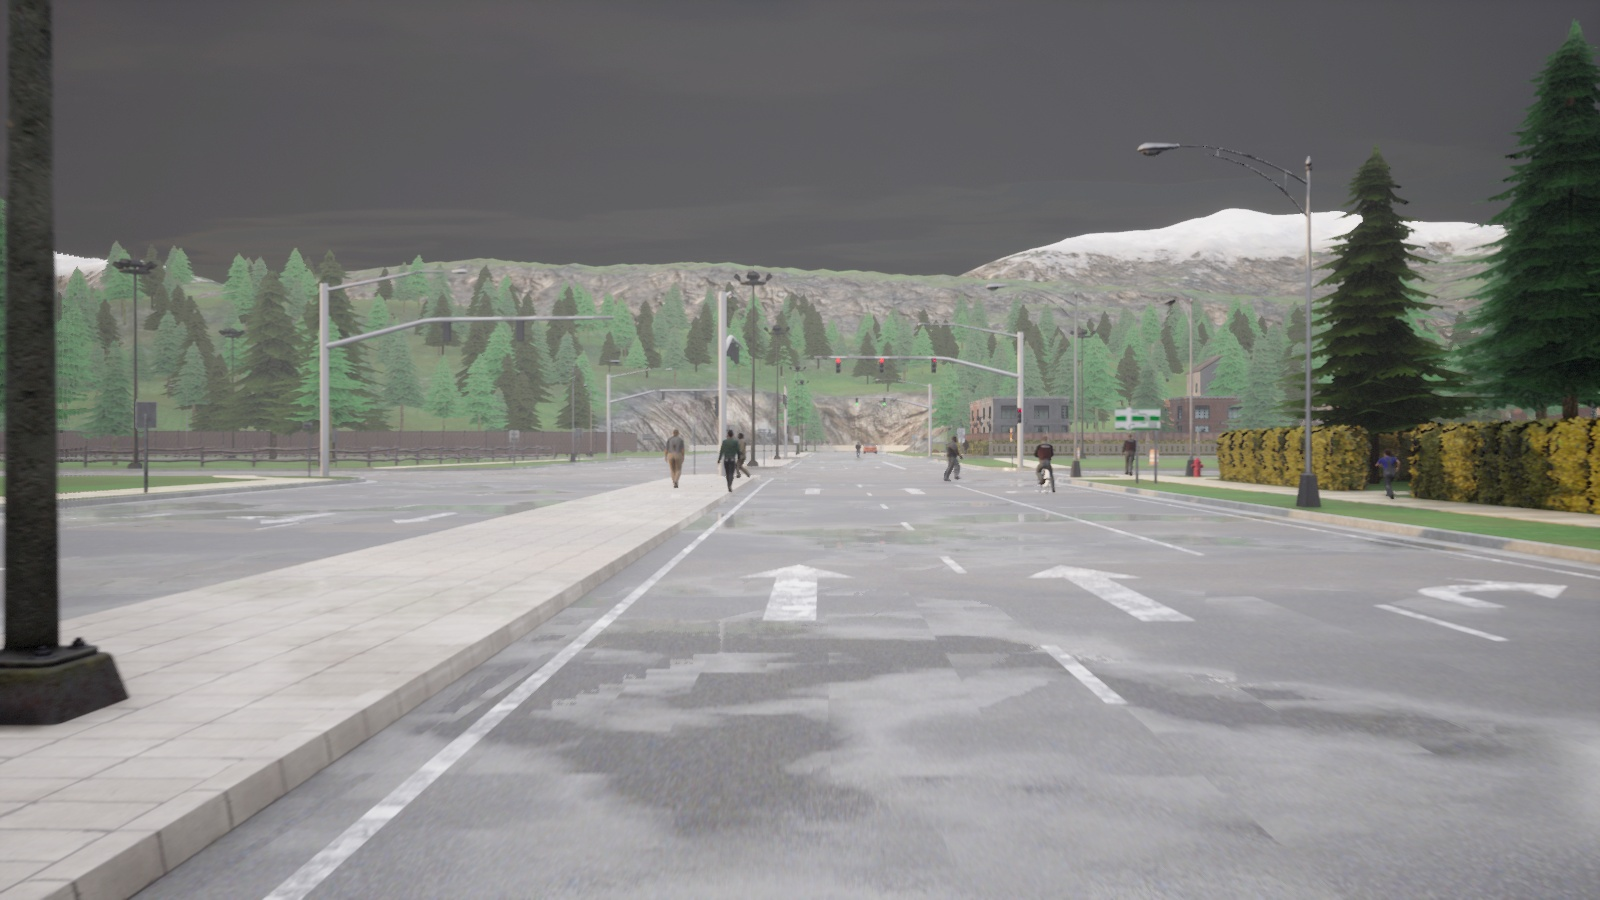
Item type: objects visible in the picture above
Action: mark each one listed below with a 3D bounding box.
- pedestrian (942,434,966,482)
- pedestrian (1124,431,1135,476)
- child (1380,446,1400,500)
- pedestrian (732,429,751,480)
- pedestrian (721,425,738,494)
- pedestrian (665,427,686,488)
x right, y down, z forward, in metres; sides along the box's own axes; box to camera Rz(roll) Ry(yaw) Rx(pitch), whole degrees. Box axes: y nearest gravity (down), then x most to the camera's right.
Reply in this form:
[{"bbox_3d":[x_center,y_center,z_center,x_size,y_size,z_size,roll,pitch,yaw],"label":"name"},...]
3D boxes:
[{"bbox_3d":[6.003,0.316,48.966,0.849,1.883,0.563,0,0,-2],"label":"pedestrian"},{"bbox_3d":[13.682,0.158,52.170,0.376,1.854,0.720,0,0,8],"label":"pedestrian"},{"bbox_3d":[14.054,0.541,29.927,0.270,1.263,0.437,0,0,0],"label":"child"},{"bbox_3d":[-2.242,0.176,48.222,0.692,1.930,0.396,0,0,0],"label":"pedestrian"},{"bbox_3d":[-2.005,0.265,35.805,0.423,1.949,0.788,0,0,1],"label":"pedestrian"},{"bbox_3d":[-3.817,0.222,38.391,0.540,1.848,0.694,0,0,3],"label":"pedestrian"}]
